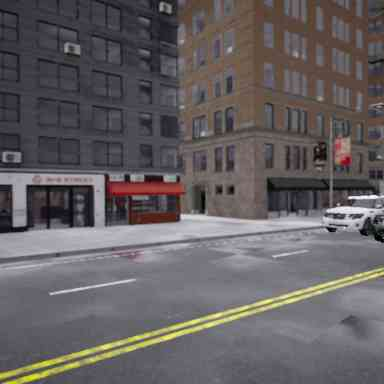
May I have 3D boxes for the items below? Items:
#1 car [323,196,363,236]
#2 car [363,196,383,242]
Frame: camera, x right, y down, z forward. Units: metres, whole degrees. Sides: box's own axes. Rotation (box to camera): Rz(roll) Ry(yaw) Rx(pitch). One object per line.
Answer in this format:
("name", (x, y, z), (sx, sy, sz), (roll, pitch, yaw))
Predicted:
("car", (9.703, 1.222, 18.634), (5.566, 2.045, 2.150), (0, 0, -36))
("car", (10.425, 1.222, 15.154), (5.566, 2.045, 2.150), (0, 0, -36))
